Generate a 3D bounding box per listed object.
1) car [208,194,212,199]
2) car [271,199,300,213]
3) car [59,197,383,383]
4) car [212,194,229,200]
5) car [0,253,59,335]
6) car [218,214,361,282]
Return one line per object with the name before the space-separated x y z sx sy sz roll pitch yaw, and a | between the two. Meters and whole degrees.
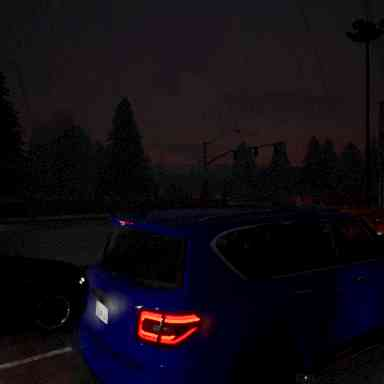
car | 0.633 1.343 52.668 1.994 1.385 4.181 -1 0 -35
car | 9.812 1.400 35.216 1.895 1.301 4.718 0 0 2
car | 1.342 1.205 4.685 5.566 2.045 2.150 -1 0 -35
car | 3.962 1.106 54.016 2.097 1.767 4.553 -1 0 -35
car | -3.782 1.564 5.339 4.181 1.385 1.994 0 0 -36
car | 3.063 1.513 10.201 4.181 1.385 1.994 -1 0 -34
